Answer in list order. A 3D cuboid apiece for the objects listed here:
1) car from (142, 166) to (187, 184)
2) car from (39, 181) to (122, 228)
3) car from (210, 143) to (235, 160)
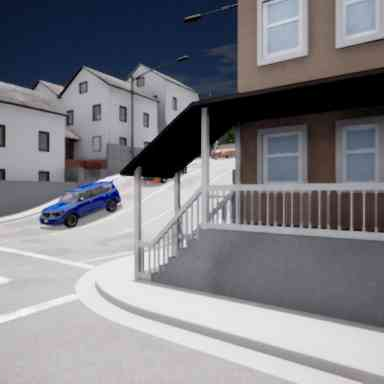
[{"bbox_3d":[-2.439,-2.009,28.723,2.097,1.767,4.553,0,18,35],"label":"car"},{"bbox_3d":[-7.159,0.721,21.796,2.150,2.045,5.566,0,14,34],"label":"car"},{"bbox_3d":[3.937,-4.712,37.888,2.097,1.767,4.553,0,9,36],"label":"car"}]
